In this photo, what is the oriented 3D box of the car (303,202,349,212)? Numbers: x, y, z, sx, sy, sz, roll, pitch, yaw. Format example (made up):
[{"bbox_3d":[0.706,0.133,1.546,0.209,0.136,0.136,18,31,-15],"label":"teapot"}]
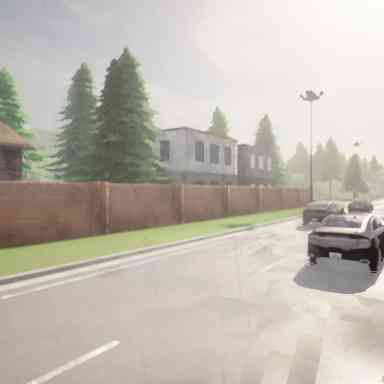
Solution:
[{"bbox_3d":[8.685,1.398,21.797,1.837,1.490,4.892,0,0,35],"label":"car"}]

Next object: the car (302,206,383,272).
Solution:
[{"bbox_3d":[5.173,1.441,10.721,2.128,1.511,4.902,0,0,35],"label":"car"}]

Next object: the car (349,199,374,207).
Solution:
[{"bbox_3d":[17.372,1.397,34.244,1.994,1.385,4.181,0,0,35],"label":"car"}]
